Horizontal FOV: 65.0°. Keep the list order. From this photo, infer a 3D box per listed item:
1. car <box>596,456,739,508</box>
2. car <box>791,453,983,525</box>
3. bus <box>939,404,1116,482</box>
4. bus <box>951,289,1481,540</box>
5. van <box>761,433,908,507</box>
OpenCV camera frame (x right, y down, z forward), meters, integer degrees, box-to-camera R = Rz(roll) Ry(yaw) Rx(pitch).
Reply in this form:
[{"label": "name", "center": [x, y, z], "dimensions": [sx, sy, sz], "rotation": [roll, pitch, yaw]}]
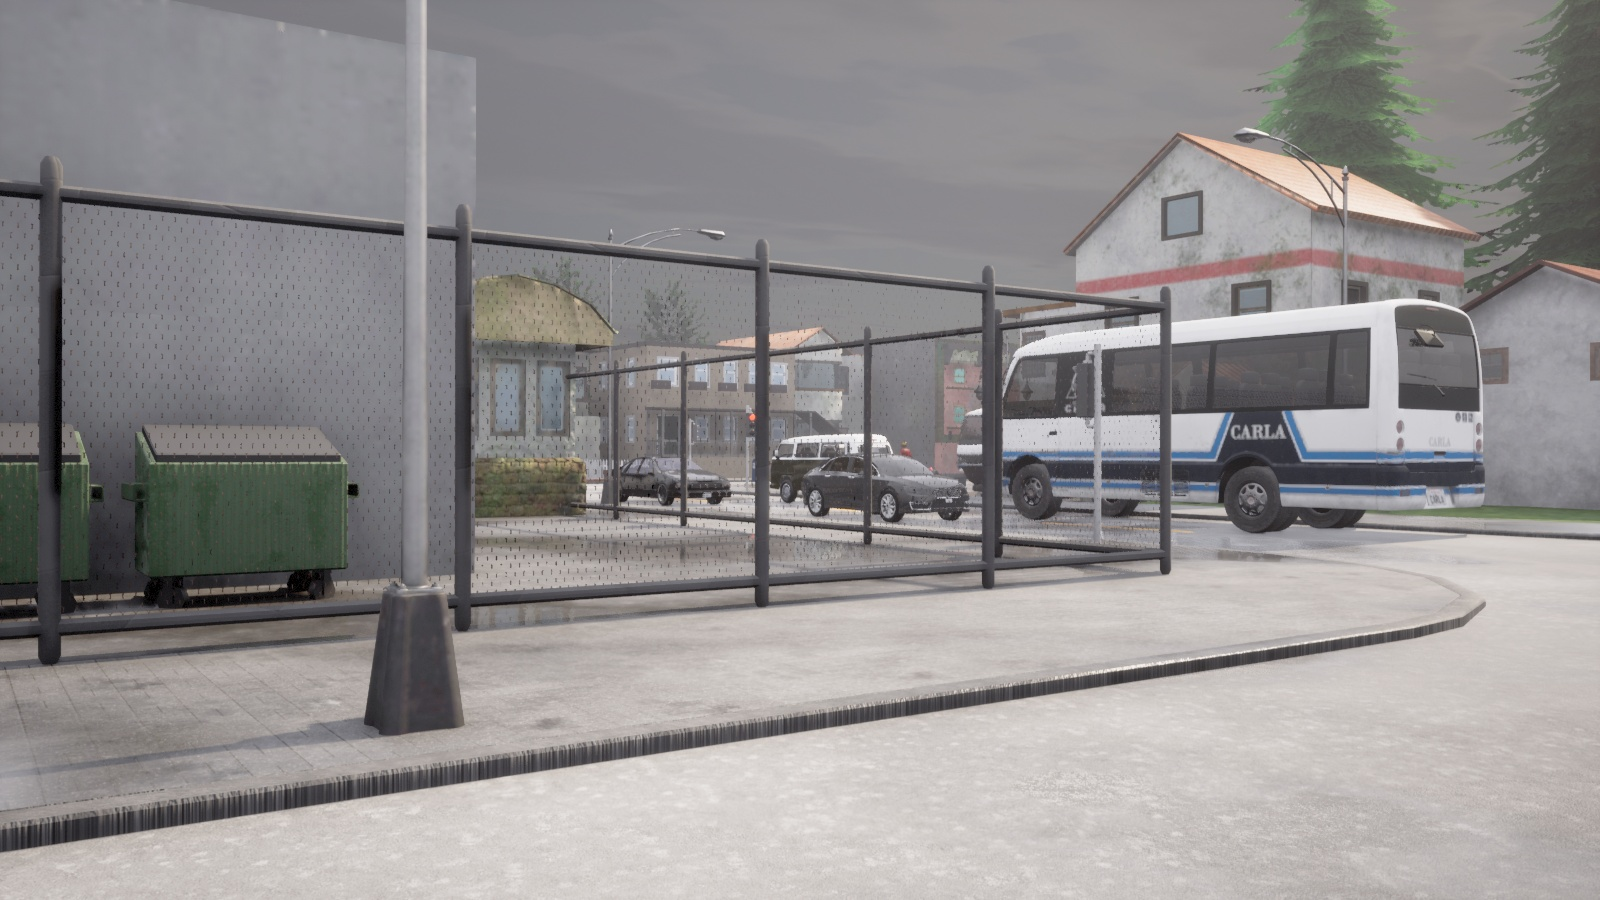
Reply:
[{"label": "car", "center": [-4.021, 0.892, 37.262], "dimensions": [2.033, 1.411, 5.357], "rotation": [0, 0, -33]}, {"label": "car", "center": [1.868, 0.816, 28.699], "dimensions": [1.837, 1.490, 4.892], "rotation": [0, 0, -32]}, {"label": "bus", "center": [13.365, -0.481, 73.230], "dimensions": [10.273, 4.253, 3.944], "rotation": [-1, 1, -35]}, {"label": "bus", "center": [8.152, -0.584, 26.548], "dimensions": [3.944, 4.253, 10.273], "rotation": [0, 0, -35]}, {"label": "van", "center": [0.940, 0.557, 37.022], "dimensions": [2.069, 2.038, 4.480], "rotation": [0, 0, -35]}]
